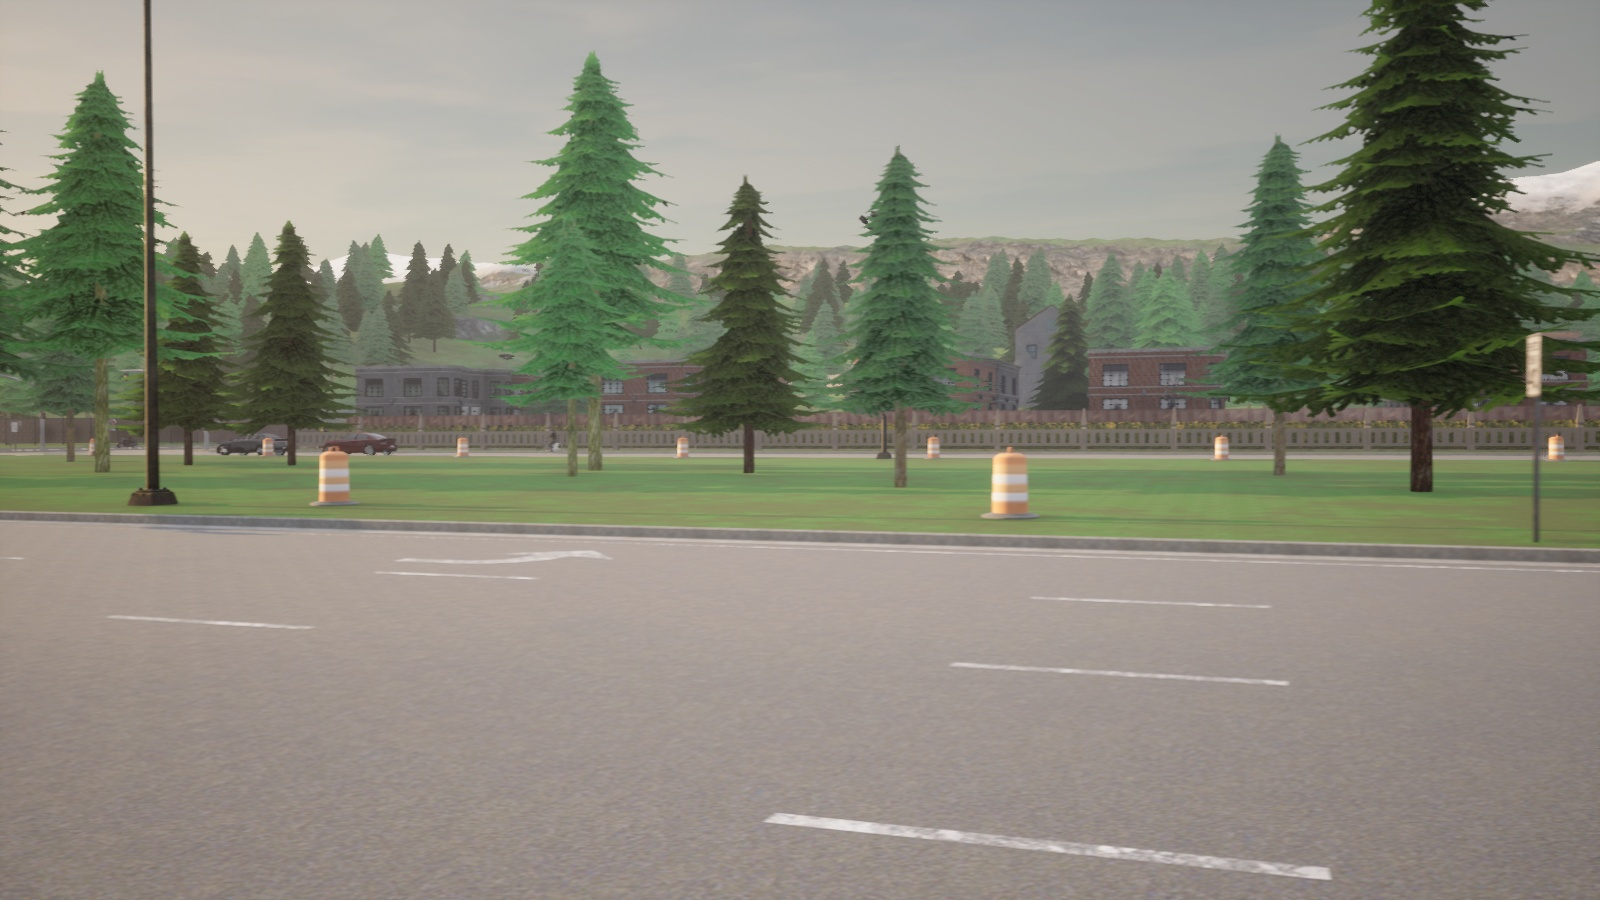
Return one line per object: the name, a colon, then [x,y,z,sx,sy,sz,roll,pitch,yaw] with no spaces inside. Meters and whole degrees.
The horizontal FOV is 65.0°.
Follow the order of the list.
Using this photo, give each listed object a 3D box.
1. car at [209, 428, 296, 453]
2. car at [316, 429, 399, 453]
car: [-34.748,-0.624,79.684,4.902,1.511,2.128,1,1,18]
car: [-28.667,-0.607,81.346,5.008,1.535,1.882,1,1,18]
